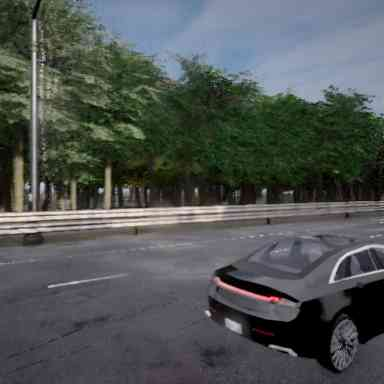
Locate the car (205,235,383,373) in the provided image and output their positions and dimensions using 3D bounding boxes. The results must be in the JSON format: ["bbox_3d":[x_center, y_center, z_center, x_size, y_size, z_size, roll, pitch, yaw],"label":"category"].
[{"bbox_3d":[2.497,1.493,5.652,4.902,1.511,2.128,0,0,-35],"label":"car"}]
